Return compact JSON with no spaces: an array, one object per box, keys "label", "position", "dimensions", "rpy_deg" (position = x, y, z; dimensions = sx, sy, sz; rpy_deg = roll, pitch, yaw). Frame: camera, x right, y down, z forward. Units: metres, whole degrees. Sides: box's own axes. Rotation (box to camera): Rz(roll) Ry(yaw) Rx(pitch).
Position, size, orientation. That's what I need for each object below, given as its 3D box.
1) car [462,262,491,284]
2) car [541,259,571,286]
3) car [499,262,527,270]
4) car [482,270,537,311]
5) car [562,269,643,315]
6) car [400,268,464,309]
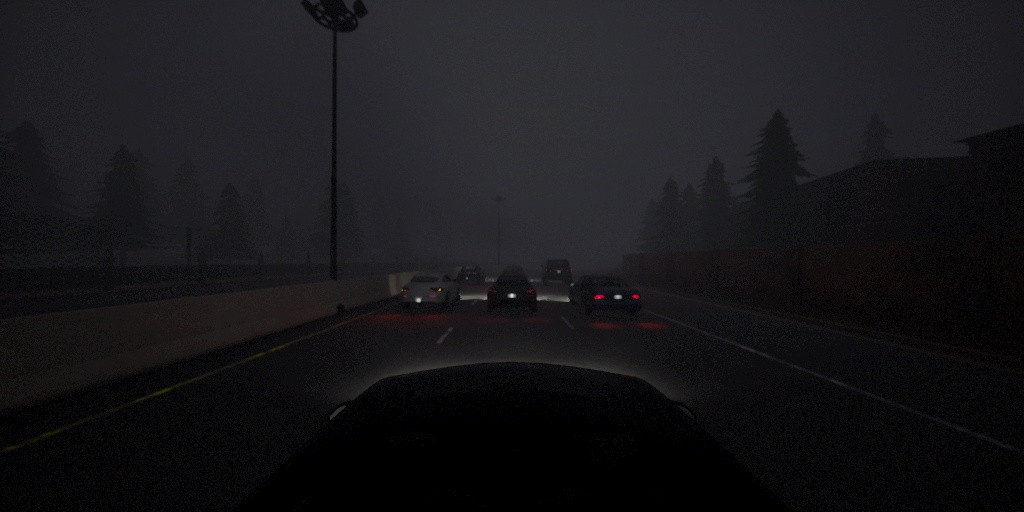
[{"label":"car","position":[-3.344,1.551,30.202],"dimensions":[2.128,1.511,4.902],"rpy_deg":[0,0,4]},{"label":"car","position":[3.580,1.272,29.111],"dimensions":[2.150,2.045,5.566],"rpy_deg":[0,0,2]},{"label":"car","position":[0.216,1.543,30.861],"dimensions":[1.882,1.535,5.008],"rpy_deg":[0,0,4]},{"label":"car","position":[0.018,1.461,15.245],"dimensions":[1.994,1.385,4.181],"rpy_deg":[0,-1,1]},{"label":"car","position":[3.510,1.435,14.372],"dimensions":[2.033,1.411,5.357],"rpy_deg":[0,-1,0]},{"label":"car","position":[-3.479,1.427,15.733],"dimensions":[1.812,1.442,4.674],"rpy_deg":[0,0,0]}]
